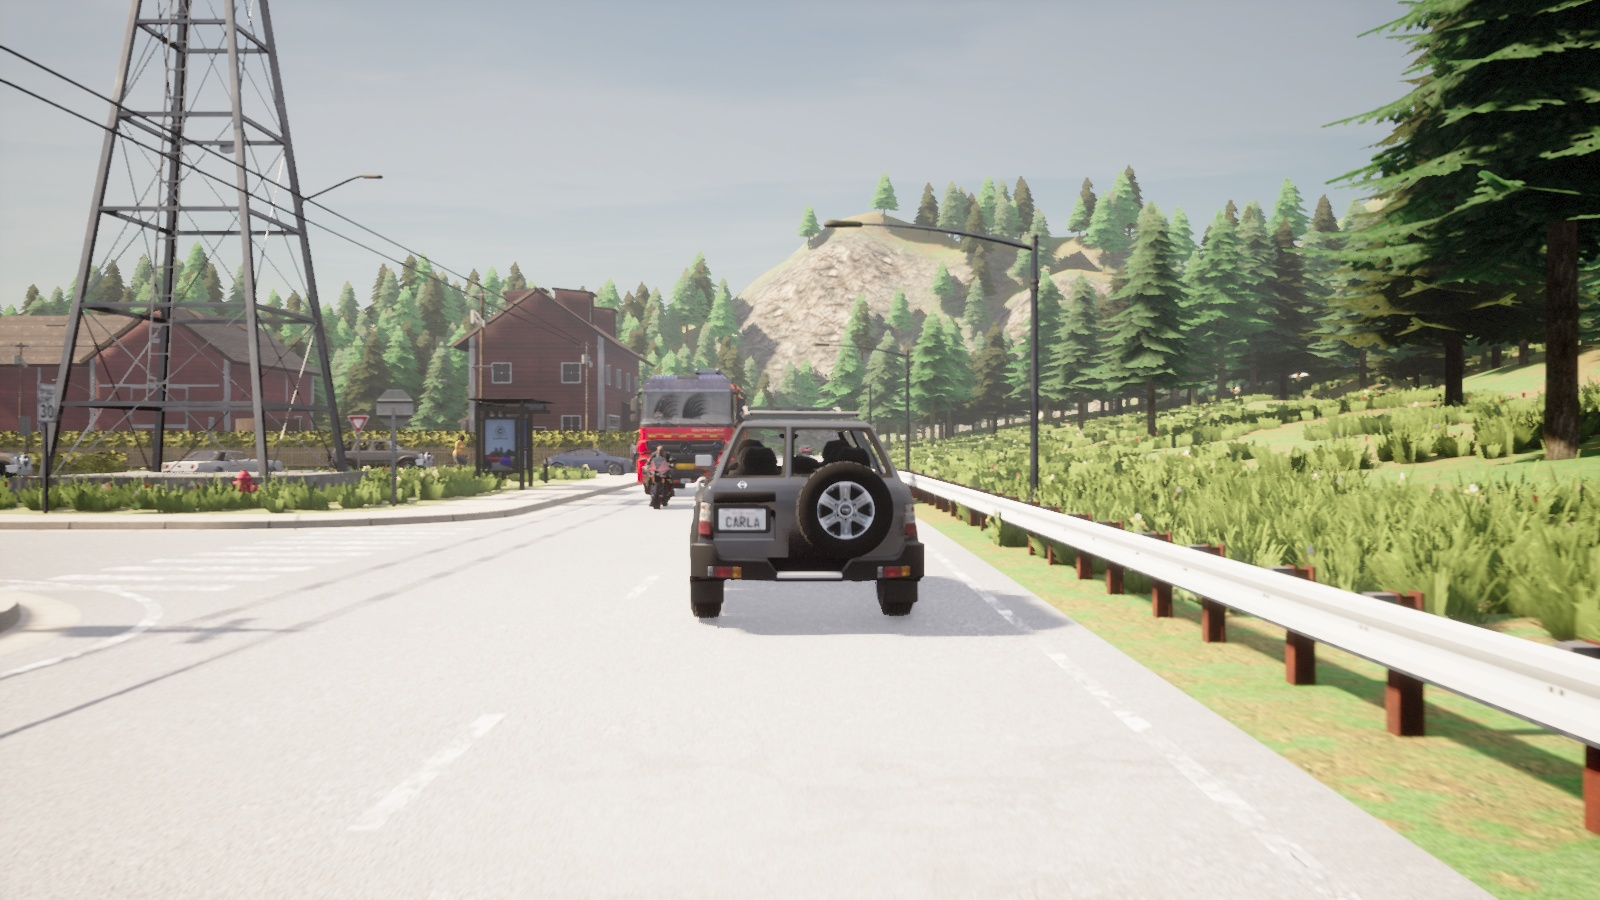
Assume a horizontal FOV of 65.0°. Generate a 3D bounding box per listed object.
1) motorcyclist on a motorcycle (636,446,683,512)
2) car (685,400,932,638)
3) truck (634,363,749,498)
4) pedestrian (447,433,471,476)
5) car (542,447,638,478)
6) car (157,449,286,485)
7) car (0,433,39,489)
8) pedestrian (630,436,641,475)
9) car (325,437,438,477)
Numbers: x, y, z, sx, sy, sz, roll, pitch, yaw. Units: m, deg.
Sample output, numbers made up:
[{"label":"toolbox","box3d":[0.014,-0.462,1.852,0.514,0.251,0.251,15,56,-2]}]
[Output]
[{"label":"motorcyclist on a motorcycle","box3d":[-3.314,0.660,29.876,0.866,1.530,2.191,0,0,0]},{"label":"car","box3d":[-0.112,0.517,12.159,1.932,1.855,4.605,0,1,-5]},{"label":"truck","box3d":[-3.256,-0.579,39.919,2.891,3.827,8.468,0,0,0]},{"label":"pedestrian","box3d":[-14.795,0.174,54.502,0.900,1.855,0.874,0,0,-7]},{"label":"car","box3d":[-9.784,0.570,58.688,4.181,1.385,1.994,0,0,-1]},{"label":"car","box3d":[-22.669,0.633,49.443,1.895,1.301,4.718,0,0,18]},{"label":"car","box3d":[-28.640,0.373,42.501,4.605,1.855,1.932,0,0,-17]},{"label":"pedestrian","box3d":[-8.301,0.274,63.406,0.423,1.949,0.788,0,0,-16]},{"label":"car","box3d":[-19.510,0.315,58.671,4.605,1.855,1.932,0,0,0]}]
